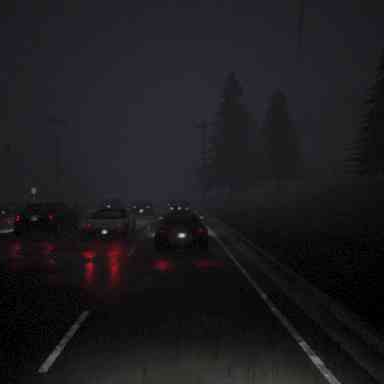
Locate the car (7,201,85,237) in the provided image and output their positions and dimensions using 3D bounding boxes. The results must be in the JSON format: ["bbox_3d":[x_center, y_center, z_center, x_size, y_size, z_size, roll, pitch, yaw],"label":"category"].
[{"bbox_3d":[-7.639,1.301,18.029,2.097,1.767,4.553,-1,0,-2],"label":"car"}]

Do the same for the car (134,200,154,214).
[{"bbox_3d":[-4.787,1.424,32.993,1.895,1.301,4.718,-1,0,-2],"label":"car"}]

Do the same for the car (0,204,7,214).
[{"bbox_3d":[-11.050,1.522,15.768,1.812,1.442,4.674,-1,0,-3],"label":"car"}]

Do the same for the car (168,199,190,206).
[{"bbox_3d":[-1.123,1.361,29.310,2.033,1.411,5.357,-1,0,-3],"label":"car"}]

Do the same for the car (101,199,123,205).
[{"bbox_3d":[-8.381,1.407,35.054,1.994,1.385,4.181,-1,0,-2],"label":"car"}]

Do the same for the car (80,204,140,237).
[{"bbox_3d":[-4.107,1.522,17.441,1.895,1.301,4.718,-1,0,-2],"label":"car"}]

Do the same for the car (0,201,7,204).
[{"bbox_3d":[-17.796,1.551,32.161,1.895,1.301,4.718,-1,0,-21],"label":"car"}]

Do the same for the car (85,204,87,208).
[{"bbox_3d":[-11.779,1.491,32.687,1.895,1.301,4.718,-1,0,-2],"label":"car"}]

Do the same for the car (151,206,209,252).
[{"bbox_3d":[-0.438,1.476,13.542,1.994,1.385,4.181,-1,0,-2],"label":"car"}]
